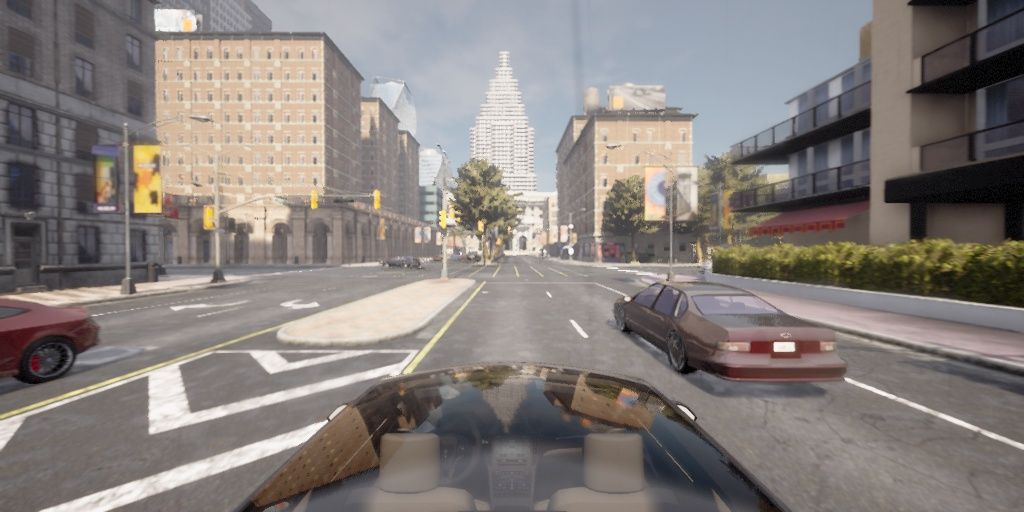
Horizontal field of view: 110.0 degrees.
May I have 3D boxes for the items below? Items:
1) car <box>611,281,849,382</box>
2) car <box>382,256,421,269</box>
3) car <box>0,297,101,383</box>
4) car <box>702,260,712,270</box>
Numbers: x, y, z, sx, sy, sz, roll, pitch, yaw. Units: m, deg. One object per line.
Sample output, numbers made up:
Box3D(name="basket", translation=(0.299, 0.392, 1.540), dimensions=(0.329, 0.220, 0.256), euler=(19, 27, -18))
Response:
Box3D(name="car", translation=(3.602, 1.218, 7.270), dimensions=(2.033, 1.411, 5.357), euler=(0, 1, 0))
Box3D(name="car", translation=(-12.894, 0.724, 41.647), dimensions=(4.902, 1.511, 2.128), euler=(0, 1, 26))
Box3D(name="car", translation=(-8.087, 1.251, 4.306), dimensions=(1.812, 1.442, 4.674), euler=(0, 1, 0))
Box3D(name="car", translation=(20.357, 0.824, 33.576), dimensions=(4.674, 1.442, 1.812), euler=(0, 1, 0))
